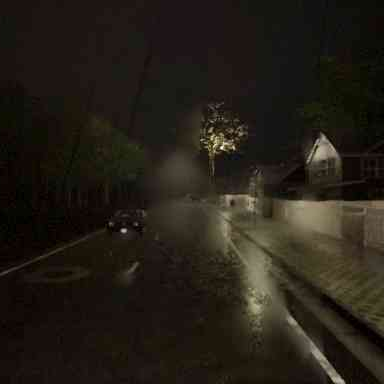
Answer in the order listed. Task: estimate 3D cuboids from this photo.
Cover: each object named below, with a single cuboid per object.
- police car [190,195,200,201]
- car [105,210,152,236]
[{"bbox_3d":[1.211,1.688,93.720,1.930,1.638,5.238,0,0,0],"label":"police car"},{"bbox_3d":[-3.400,1.648,18.848,1.895,1.301,4.718,0,0,0],"label":"car"}]
